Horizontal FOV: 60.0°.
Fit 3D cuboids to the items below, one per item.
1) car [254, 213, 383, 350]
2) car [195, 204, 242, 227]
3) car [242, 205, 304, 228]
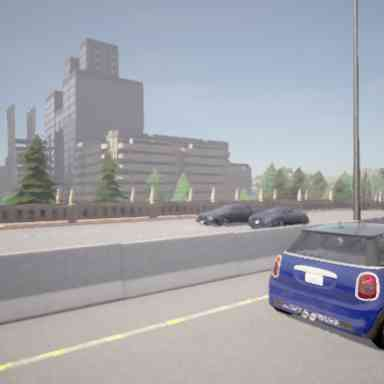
[{"bbox_3d":[3.617,1.360,6.378,4.553,1.767,2.097,0,0,-35],"label":"car"},{"bbox_3d":[2.829,1.584,23.277,5.357,1.411,2.033,0,0,-36],"label":"car"},{"bbox_3d":[5.483,1.594,20.875,4.181,1.385,1.994,0,0,-36],"label":"car"}]
